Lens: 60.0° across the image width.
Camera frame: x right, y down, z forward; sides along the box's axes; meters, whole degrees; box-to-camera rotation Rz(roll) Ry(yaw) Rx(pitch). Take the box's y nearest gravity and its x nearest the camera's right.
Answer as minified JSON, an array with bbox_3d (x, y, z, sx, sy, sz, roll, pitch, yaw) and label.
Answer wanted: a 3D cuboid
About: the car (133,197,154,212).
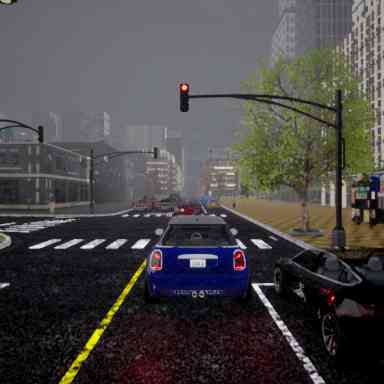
[{"bbox_3d":[-5.636,1.583,38.169,1.802,1.307,4.206,0,0,0],"label":"car"}]

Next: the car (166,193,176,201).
[{"bbox_3d":[-5.568,1.320,88.128,2.192,1.841,5.009,0,0,0],"label":"car"}]

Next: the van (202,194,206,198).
[{"bbox_3d":[2.760,1.343,49.262,1.690,1.788,3.998,0,0,0],"label":"van"}]

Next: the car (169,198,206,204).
[{"bbox_3d":[-0.375,1.564,31.157,1.994,1.385,4.181,0,0,14],"label":"car"}]

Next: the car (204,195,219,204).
[{"bbox_3d":[2.752,1.526,43.881,1.752,1.417,4.829,0,0,0],"label":"car"}]

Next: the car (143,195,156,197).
[{"bbox_3d":[-5.627,1.316,43.720,2.192,1.841,5.009,0,0,0],"label":"car"}]

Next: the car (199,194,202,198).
[{"bbox_3d":[2.774,1.553,60.364,2.008,1.369,4.403,0,0,0],"label":"car"}]

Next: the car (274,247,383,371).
[{"bbox_3d":[2.701,1.566,5.682,1.947,1.339,4.313,0,0,0],"label":"car"}]

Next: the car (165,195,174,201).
[{"bbox_3d":[-5.576,1.555,82.577,2.008,1.369,4.403,0,0,0],"label":"car"}]

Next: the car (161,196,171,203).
[{"bbox_3d":[-5.591,1.528,71.305,1.752,1.417,4.829,0,0,0],"label":"car"}]

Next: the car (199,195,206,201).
[{"bbox_3d":[2.812,1.530,88.289,1.752,1.417,4.829,0,0,0],"label":"car"}]

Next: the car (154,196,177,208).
[{"bbox_3d":[-3.041,1.527,38.455,1.812,1.442,4.674,0,0,-2],"label":"car"}]

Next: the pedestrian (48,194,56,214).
[{"bbox_3d":[-12.710,1.037,30.183,0.375,1.860,0.375,0,-1,-1],"label":"pedestrian"}]

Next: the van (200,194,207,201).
[{"bbox_3d":[2.806,1.345,82.568,1.690,1.788,3.998,0,0,0],"label":"van"}]

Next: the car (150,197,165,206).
[{"bbox_3d":[-5.614,1.553,54.822,2.008,1.369,4.403,0,0,0],"label":"car"}]

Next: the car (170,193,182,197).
[{"bbox_3d":[-2.991,1.224,58.986,2.150,2.045,5.566,0,0,1],"label":"car"}]

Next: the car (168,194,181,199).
[{"bbox_3d":[-3.032,1.479,48.489,1.882,1.535,5.008,0,0,0],"label":"car"}]

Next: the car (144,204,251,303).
[{"bbox_3d":[0.111,1.352,8.350,2.097,1.767,4.553,0,0,0],"label":"car"}]

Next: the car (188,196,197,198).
[{"bbox_3d":[0.107,1.544,79.184,2.033,1.411,5.357,0,0,0],"label":"car"}]
